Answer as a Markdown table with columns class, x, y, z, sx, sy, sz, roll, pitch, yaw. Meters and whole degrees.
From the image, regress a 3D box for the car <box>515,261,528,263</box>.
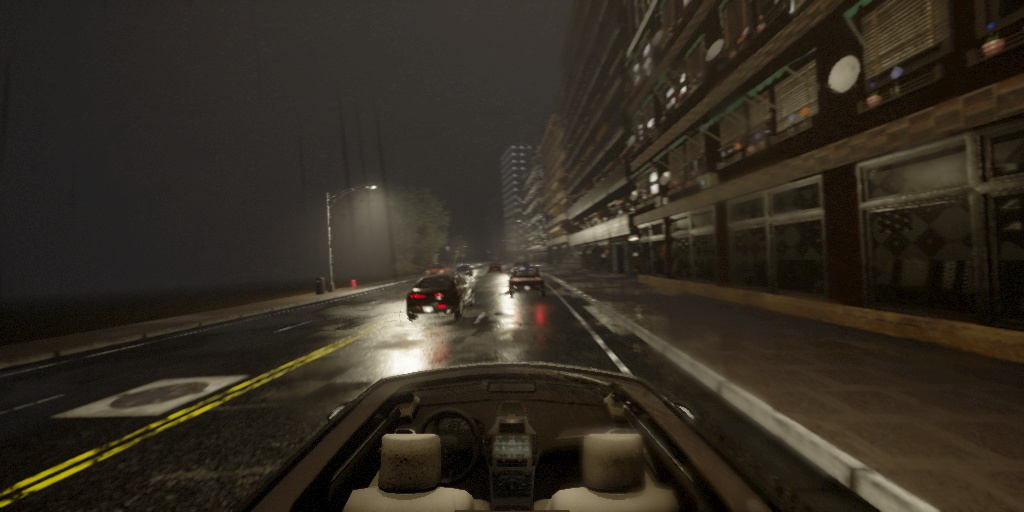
| class | x | y | z | sx | sy | sz | roll | pitch | yaw |
| --- | --- | --- | --- | --- | --- | --- | --- | --- | --- |
| car | 0.983 | 1.252 | 35.103 | 2.097 | 1.767 | 4.553 | -3 | 0 | 0 |

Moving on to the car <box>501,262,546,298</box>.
| class | x | y | z | sx | sy | sz | roll | pitch | yaw |
| --- | --- | --- | --- | --- | --- | --- | --- | --- | --- |
| car | 0.770 | 1.308 | 19.286 | 2.128 | 1.511 | 4.902 | -3 | 0 | 2 |

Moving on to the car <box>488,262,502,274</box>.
| class | x | y | z | sx | sy | sz | roll | pitch | yaw |
| --- | --- | --- | --- | --- | --- | --- | --- | --- | --- |
| car | -2.398 | 1.652 | 51.498 | 1.882 | 1.535 | 5.008 | -3 | 0 | -1 |

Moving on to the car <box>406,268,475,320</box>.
| class | x | y | z | sx | sy | sz | roll | pitch | yaw |
| --- | --- | --- | --- | --- | --- | --- | --- | --- | --- |
| car | -2.607 | 1.460 | 13.864 | 1.837 | 1.490 | 4.892 | -3 | 0 | 2 |

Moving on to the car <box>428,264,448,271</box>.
| class | x | y | z | sx | sy | sz | roll | pitch | yaw |
| --- | --- | --- | --- | --- | --- | --- | --- | --- | --- |
| car | -8.938 | 1.808 | 43.338 | 2.097 | 1.767 | 4.553 | -3 | 0 | 0 |

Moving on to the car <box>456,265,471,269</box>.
| class | x | y | z | sx | sy | sz | roll | pitch | yaw |
| --- | --- | --- | --- | --- | --- | --- | --- | --- | --- |
| car | -5.673 | 1.812 | 42.660 | 1.812 | 1.442 | 4.674 | -3 | -1 | 0 |
